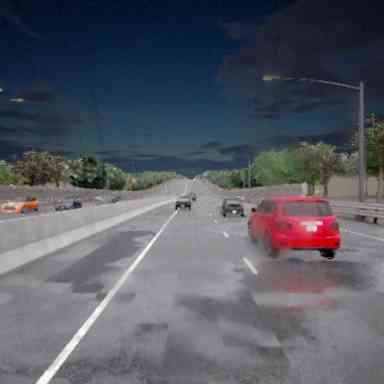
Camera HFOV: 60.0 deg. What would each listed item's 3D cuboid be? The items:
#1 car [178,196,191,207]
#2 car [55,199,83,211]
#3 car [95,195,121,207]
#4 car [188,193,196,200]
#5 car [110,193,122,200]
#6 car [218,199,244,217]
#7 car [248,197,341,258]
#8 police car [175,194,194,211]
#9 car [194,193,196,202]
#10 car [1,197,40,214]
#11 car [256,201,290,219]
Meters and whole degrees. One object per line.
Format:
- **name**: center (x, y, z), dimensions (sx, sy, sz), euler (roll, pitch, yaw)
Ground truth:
- **car**: center (-1.046, 1.449, 50.318), dimensions (1.882, 1.535, 5.008), euler (0, 0, 0)
- **car**: center (-14.083, 1.506, 38.194), dimensions (1.994, 1.385, 4.181), euler (0, 0, 0)
- **car**: center (-10.579, 1.453, 41.440), dimensions (1.837, 1.490, 4.892), euler (0, 0, 0)
- **car**: center (0.007, 1.299, 94.419), dimensions (2.150, 2.045, 5.566), euler (0, -1, 0)
- **car**: center (-17.495, 1.185, 75.602), dimensions (2.150, 2.045, 5.566), euler (0, 0, 0)
- **car**: center (3.602, 1.446, 30.791), dimensions (1.837, 1.490, 4.892), euler (0, 0, 0)
- **car**: center (3.602, 1.184, 12.695), dimensions (2.150, 2.045, 5.566), euler (0, 0, 0)
- **police car**: center (-1.047, 1.371, 40.420), dimensions (1.930, 1.638, 5.238), euler (0, 0, 0)
- **car**: center (0.006, 1.456, 74.824), dimensions (1.882, 1.535, 5.008), euler (0, 0, 0)
- **car**: center (-17.588, 1.292, 34.277), dimensions (2.097, 1.767, 4.553), euler (0, 0, 0)
- **car**: center (7.102, 1.542, 29.689), dimensions (1.895, 1.301, 4.718), euler (0, 0, 0)
